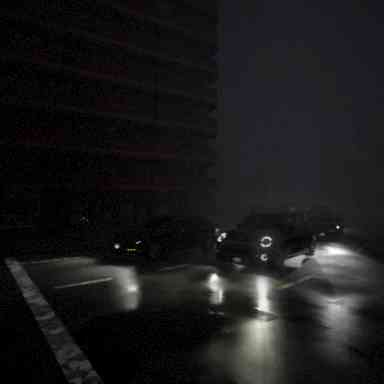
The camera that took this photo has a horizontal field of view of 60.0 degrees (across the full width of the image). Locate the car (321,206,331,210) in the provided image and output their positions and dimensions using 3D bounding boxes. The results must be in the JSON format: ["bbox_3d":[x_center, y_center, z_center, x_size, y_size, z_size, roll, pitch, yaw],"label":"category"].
[{"bbox_3d":[11.251,1.965,29.045,1.882,1.535,5.008,0,-1,11],"label":"car"}]

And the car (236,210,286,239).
[{"bbox_3d":[4.341,1.863,20.312,1.994,1.385,4.181,0,-1,26],"label":"car"}]

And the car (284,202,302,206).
[{"bbox_3d":[12.051,1.979,39.208,2.097,1.767,4.553,1,-1,-3],"label":"car"}]

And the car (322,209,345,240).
[{"bbox_3d":[7.831,1.926,19.380,1.895,1.301,4.718,0,-1,27],"label":"car"}]

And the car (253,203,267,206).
[{"bbox_3d":[8.543,2.082,40.431,1.882,1.535,5.008,1,0,-5],"label":"car"}]

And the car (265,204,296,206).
[{"bbox_3d":[7.790,2.021,29.653,1.994,1.385,4.181,0,-1,11],"label":"car"}]

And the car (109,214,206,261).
[{"bbox_3d":[-0.877,1.654,13.091,1.837,1.490,4.892,0,-1,44],"label":"car"}]

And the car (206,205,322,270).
[{"bbox_3d":[2.782,1.526,11.949,2.097,1.767,4.553,0,-1,38],"label":"car"}]
